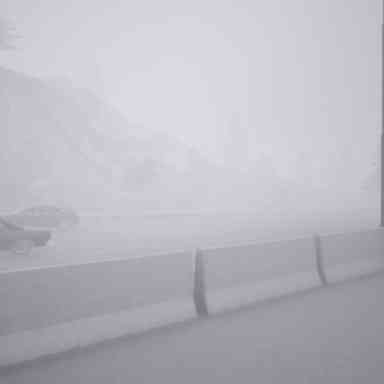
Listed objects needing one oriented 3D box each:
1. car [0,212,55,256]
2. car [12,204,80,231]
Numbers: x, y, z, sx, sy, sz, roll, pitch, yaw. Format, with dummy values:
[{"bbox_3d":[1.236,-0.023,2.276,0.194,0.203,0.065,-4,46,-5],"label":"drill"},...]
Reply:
[{"bbox_3d":[-7.501,1.568,11.419,4.718,1.301,1.895,0,0,-34],"label":"car"},{"bbox_3d":[-8.912,1.459,18.903,4.892,1.490,1.837,0,0,-34],"label":"car"}]
